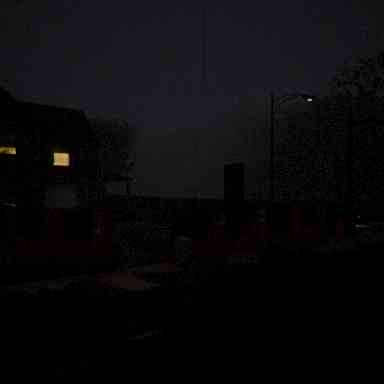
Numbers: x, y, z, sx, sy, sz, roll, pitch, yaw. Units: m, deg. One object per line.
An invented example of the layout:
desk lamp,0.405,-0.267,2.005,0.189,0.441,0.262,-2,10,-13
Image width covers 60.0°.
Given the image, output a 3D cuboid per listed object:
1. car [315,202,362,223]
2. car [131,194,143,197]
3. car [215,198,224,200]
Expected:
car,10.372,1.473,25.266,1.812,1.442,4.674,0,0,-36
car,-8.577,1.165,51.778,2.097,1.767,4.553,0,0,-35
car,2.972,1.423,35.565,1.812,1.442,4.674,0,0,-36
